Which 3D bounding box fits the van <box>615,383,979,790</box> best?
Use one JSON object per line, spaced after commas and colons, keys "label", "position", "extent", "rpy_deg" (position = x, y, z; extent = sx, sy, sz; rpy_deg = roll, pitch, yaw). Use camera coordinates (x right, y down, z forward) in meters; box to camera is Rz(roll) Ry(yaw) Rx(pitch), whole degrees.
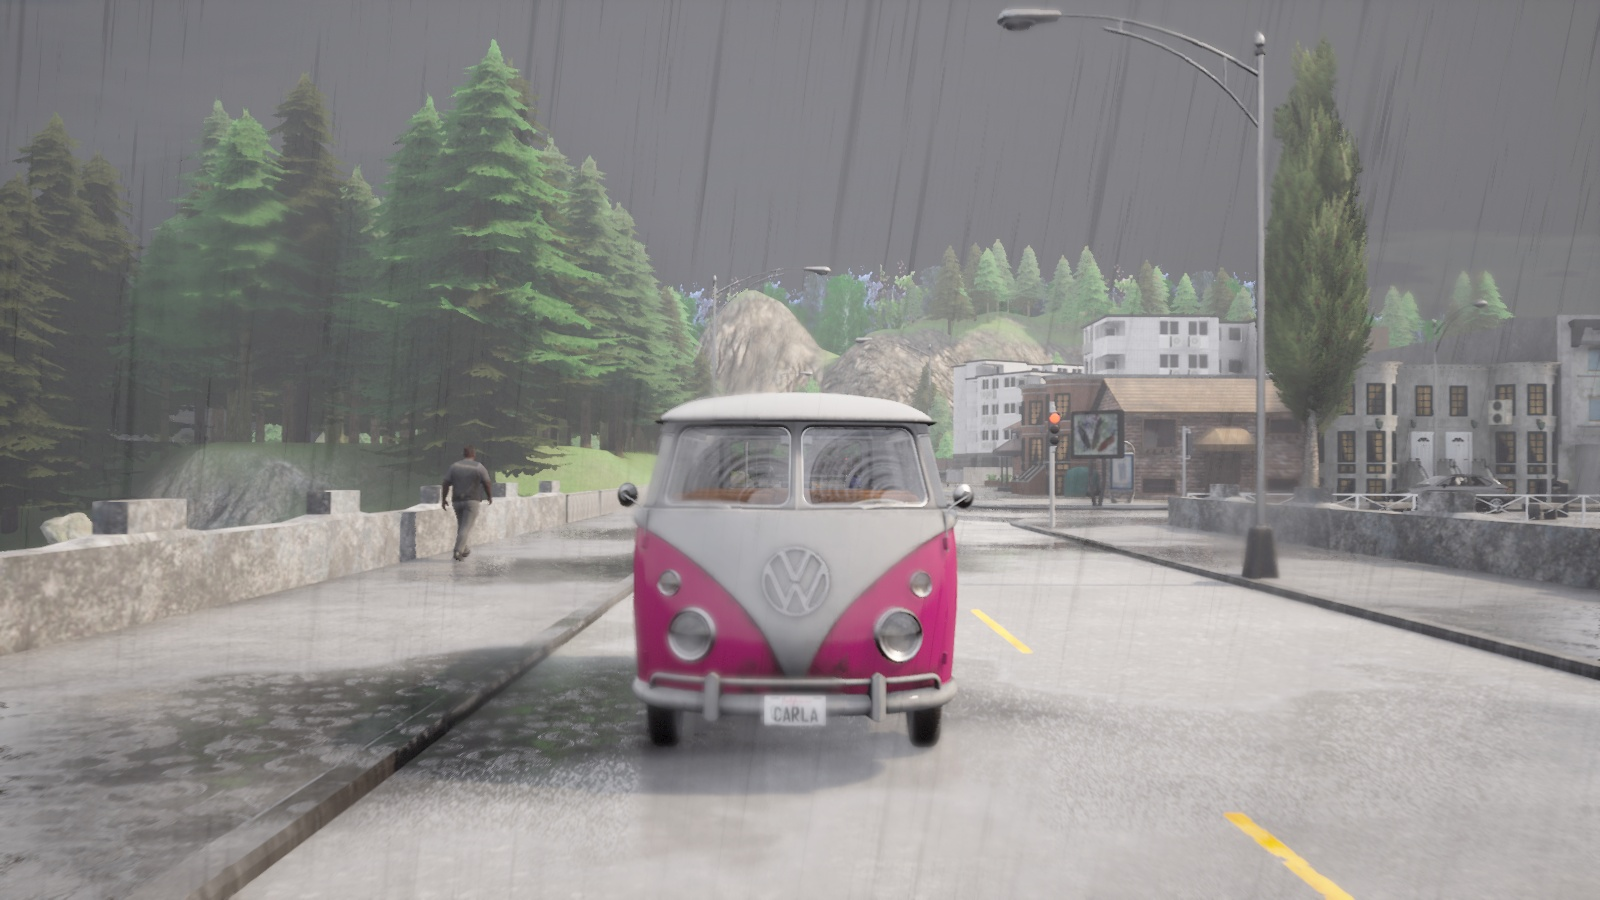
{"label": "van", "position": [-0.023, 0.689, 8.371], "extent": [1.775, 1.987, 4.442], "rpy_deg": [0, -1, 0]}

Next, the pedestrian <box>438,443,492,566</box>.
{"label": "pedestrian", "position": [-5.233, 0.842, 19.649], "extent": [0.563, 1.883, 0.849], "rpy_deg": [0, -1, 5]}

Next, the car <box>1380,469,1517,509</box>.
{"label": "car", "position": [24.307, 1.446, 47.194], "extent": [4.193, 1.474, 1.816], "rpy_deg": [0, -1, 0]}
